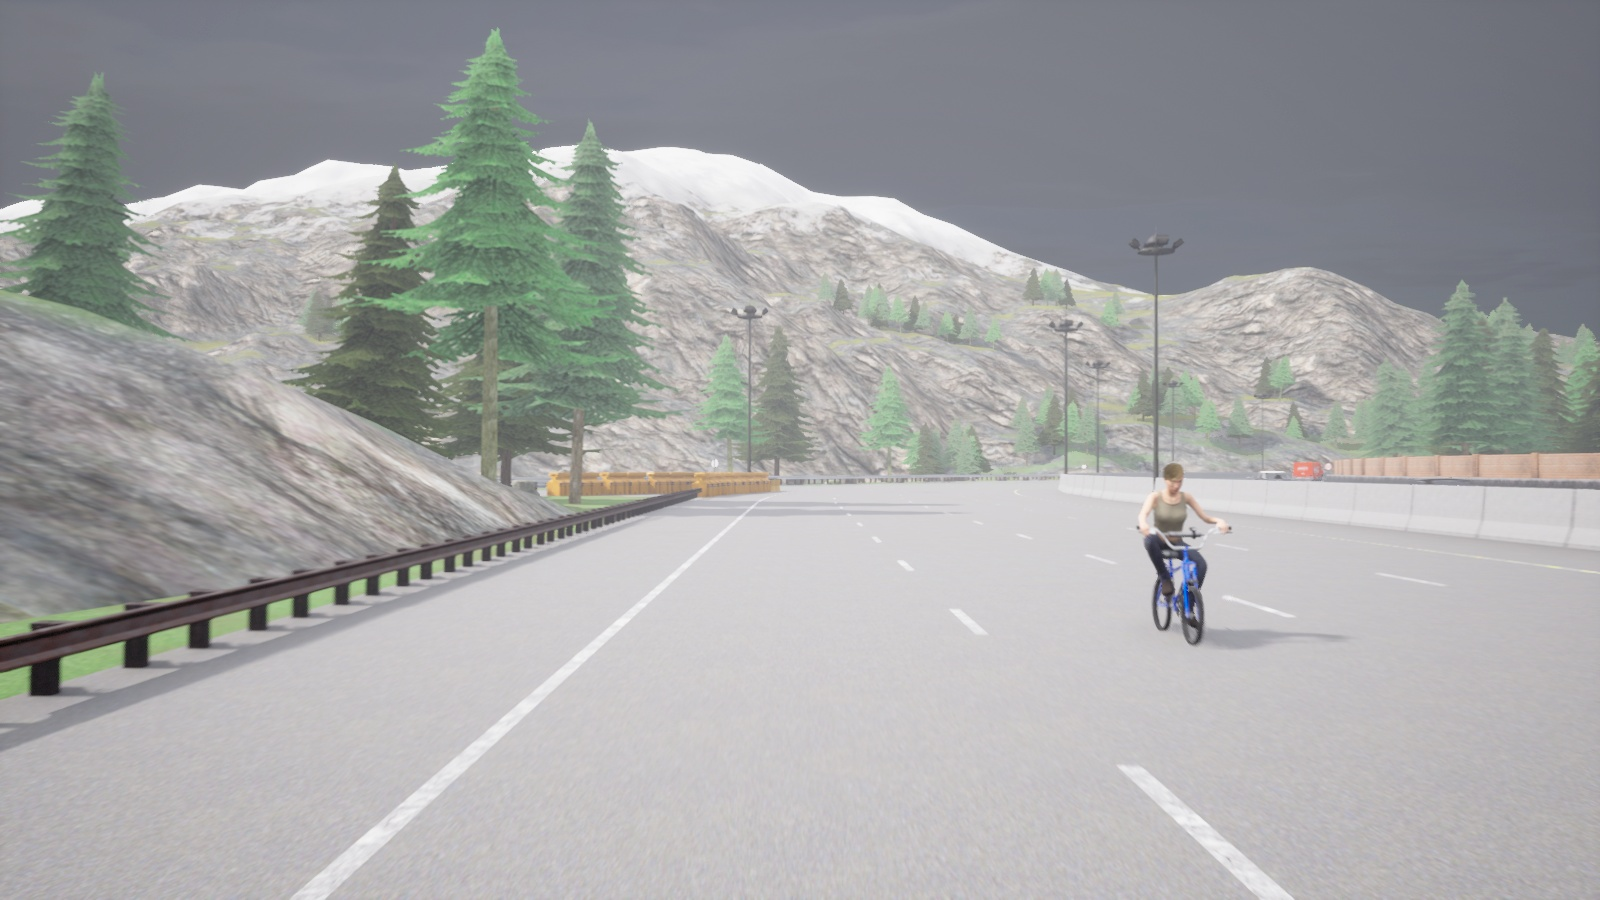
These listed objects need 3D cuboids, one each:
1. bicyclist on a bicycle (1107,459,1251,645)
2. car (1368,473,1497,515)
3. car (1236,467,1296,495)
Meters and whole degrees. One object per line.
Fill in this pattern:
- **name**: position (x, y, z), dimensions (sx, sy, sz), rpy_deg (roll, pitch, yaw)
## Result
- **bicyclist on a bicycle**: position (3.477, 0.898, 11.666), dimensions (0.866, 1.612, 1.509), rpy_deg (0, -1, 0)
- **car**: position (20.901, 1.418, 41.761), dimensions (1.895, 1.301, 4.718), rpy_deg (0, -1, 0)
- **car**: position (24.699, 1.621, 66.710), dimensions (1.970, 1.475, 3.806), rpy_deg (0, -1, 3)
